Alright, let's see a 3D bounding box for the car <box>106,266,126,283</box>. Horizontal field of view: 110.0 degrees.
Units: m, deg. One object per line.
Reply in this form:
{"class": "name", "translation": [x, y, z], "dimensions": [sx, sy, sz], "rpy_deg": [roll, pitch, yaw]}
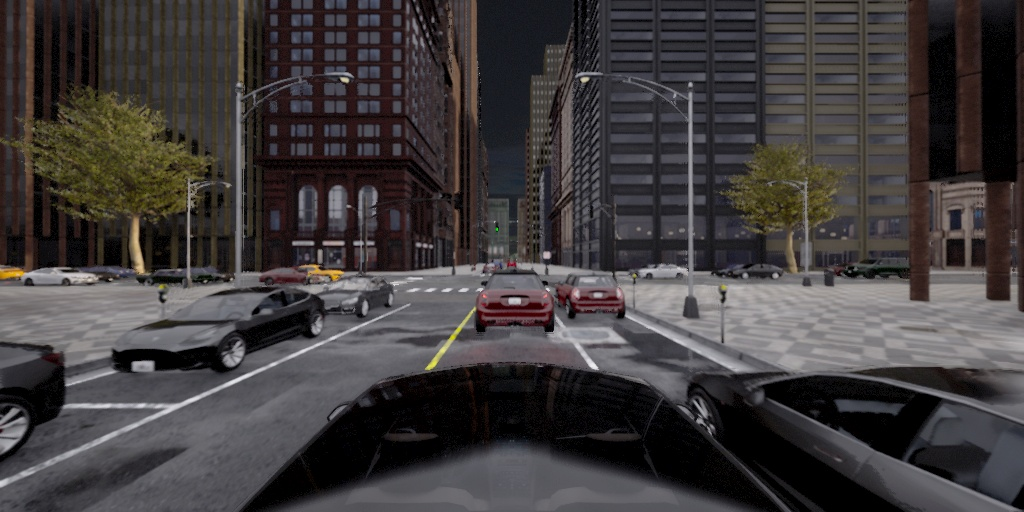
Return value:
{"class": "car", "translation": [-37.910, 1.684, 31.475], "dimensions": [5.357, 1.411, 2.033], "rpy_deg": [0, 0, -1]}

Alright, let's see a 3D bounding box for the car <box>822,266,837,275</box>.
{"class": "car", "translation": [36.092, 1.461, 38.300], "dimensions": [5.008, 1.535, 1.882], "rpy_deg": [0, 0, 0]}

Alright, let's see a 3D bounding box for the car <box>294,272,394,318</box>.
{"class": "car", "translation": [-5.759, 1.409, 13.414], "dimensions": [2.007, 1.370, 4.403], "rpy_deg": [0, 0, 0]}

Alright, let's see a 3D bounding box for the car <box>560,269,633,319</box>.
{"class": "car", "translation": [2.766, 1.299, 13.412], "dimensions": [1.967, 1.591, 4.097], "rpy_deg": [0, 0, 0]}

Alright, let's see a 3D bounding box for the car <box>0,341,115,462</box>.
{"class": "car", "translation": [-5.763, 1.320, 2.141], "dimensions": [1.948, 1.339, 4.313], "rpy_deg": [0, 0, 0]}

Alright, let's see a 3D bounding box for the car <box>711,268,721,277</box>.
{"class": "car", "translation": [24.291, 1.555, 38.292], "dimensions": [5.357, 1.411, 2.033], "rpy_deg": [0, 0, 0]}

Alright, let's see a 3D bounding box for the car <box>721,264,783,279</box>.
{"class": "car", "translation": [23.689, 1.500, 35.037], "dimensions": [4.892, 1.490, 1.837], "rpy_deg": [0, 0, 0]}

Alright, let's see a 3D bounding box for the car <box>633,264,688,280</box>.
{"class": "car", "translation": [14.666, 1.540, 35.030], "dimensions": [4.674, 1.442, 1.812], "rpy_deg": [0, 0, 1]}

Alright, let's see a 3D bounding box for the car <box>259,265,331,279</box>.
{"class": "car", "translation": [-17.258, 1.590, 28.262], "dimensions": [4.674, 1.442, 1.812], "rpy_deg": [0, 0, -2]}

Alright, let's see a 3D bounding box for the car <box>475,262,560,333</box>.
{"class": "car", "translation": [0.084, 1.190, 11.212], "dimensions": [2.097, 1.767, 4.553], "rpy_deg": [0, -1, 0]}

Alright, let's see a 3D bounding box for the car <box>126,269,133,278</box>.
{"class": "car", "translation": [-43.466, 1.730, 38.159], "dimensions": [5.357, 1.411, 2.033], "rpy_deg": [0, 0, -1]}

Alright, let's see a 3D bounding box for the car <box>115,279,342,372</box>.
{"class": "car", "translation": [-5.761, 1.372, 7.777], "dimensions": [1.948, 1.339, 4.313], "rpy_deg": [0, 0, 0]}

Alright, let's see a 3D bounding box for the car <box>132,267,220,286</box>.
{"class": "car", "translation": [-26.358, 1.691, 28.245], "dimensions": [4.718, 1.301, 1.895], "rpy_deg": [0, 0, 0]}

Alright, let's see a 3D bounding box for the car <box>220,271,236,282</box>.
{"class": "car", "translation": [-27.276, 1.654, 31.496], "dimensions": [5.357, 1.411, 2.033], "rpy_deg": [0, 0, 0]}

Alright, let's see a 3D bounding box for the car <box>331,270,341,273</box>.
{"class": "car", "translation": [-17.334, 1.556, 31.508], "dimensions": [5.008, 1.535, 1.882], "rpy_deg": [0, 0, 1]}

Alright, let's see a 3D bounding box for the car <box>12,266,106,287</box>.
{"class": "car", "translation": [-35.569, 1.641, 28.232], "dimensions": [4.674, 1.442, 1.812], "rpy_deg": [0, 0, 0]}

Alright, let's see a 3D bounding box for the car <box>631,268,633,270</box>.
{"class": "car", "translation": [14.701, 1.555, 38.272], "dimensions": [4.674, 1.442, 1.812], "rpy_deg": [0, 0, 0]}

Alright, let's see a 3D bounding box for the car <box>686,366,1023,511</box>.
{"class": "car", "translation": [2.762, 1.320, 2.141], "dimensions": [1.948, 1.339, 4.313], "rpy_deg": [0, 0, 0]}

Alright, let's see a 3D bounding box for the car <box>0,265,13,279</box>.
{"class": "car", "translation": [-50.549, 1.667, 34.901], "dimensions": [5.008, 1.535, 1.882], "rpy_deg": [0, 0, 0]}

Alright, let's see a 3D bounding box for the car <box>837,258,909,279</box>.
{"class": "car", "translation": [35.773, 1.192, 35.053], "dimensions": [5.566, 2.045, 2.150], "rpy_deg": [0, 0, 0]}
